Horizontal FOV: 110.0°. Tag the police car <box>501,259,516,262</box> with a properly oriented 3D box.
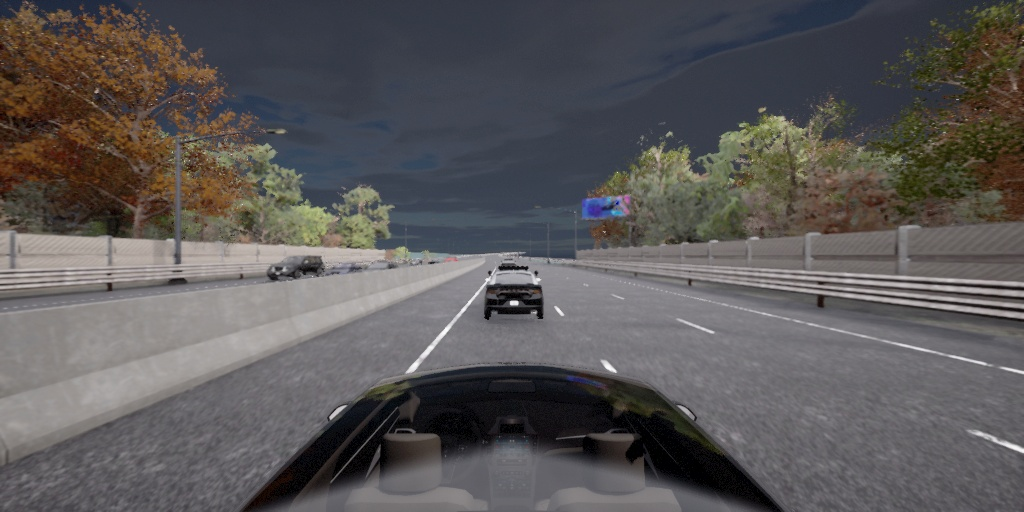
[{"bbox_3d":[-0.440,1.164,43.996,1.930,1.638,5.238,0,0,-1],"label":"police car"}]

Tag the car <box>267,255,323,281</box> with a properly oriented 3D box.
[{"bbox_3d":[-17.851,0.968,30.013,2.150,2.045,5.566,0,0,-1],"label":"car"}]

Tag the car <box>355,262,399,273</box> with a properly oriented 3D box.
[{"bbox_3d":[-10.846,1.223,29.773,1.882,1.535,5.008,0,0,-1],"label":"car"}]

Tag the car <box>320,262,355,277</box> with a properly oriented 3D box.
[{"bbox_3d":[-14.369,1.310,31.121,1.994,1.385,4.181,0,0,-1],"label":"car"}]

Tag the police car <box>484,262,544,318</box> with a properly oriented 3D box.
[{"bbox_3d":[0.047,1.173,13.049,1.930,1.638,5.238,0,0,0],"label":"police car"}]
